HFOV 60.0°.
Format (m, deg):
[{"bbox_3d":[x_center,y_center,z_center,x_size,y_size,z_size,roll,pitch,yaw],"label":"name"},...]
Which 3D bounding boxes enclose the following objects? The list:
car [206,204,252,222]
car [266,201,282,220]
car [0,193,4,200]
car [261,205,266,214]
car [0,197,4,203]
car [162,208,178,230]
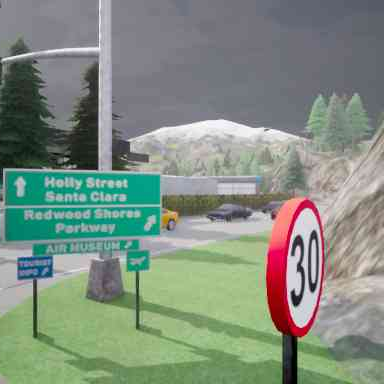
[{"bbox_3d":[3.385,1.739,29.078,2.033,1.411,5.357,0,0,36],"label":"car"},{"bbox_3d":[8.769,1.755,30.194,1.994,1.385,4.181,0,0,36],"label":"car"},{"bbox_3d":[-38.544,1.490,69.976,4.514,1.523,2.007,0,0,35],"label":"car"},{"bbox_3d":[9.672,1.739,37.694,2.033,1.411,5.357,0,0,36],"label":"car"},{"bbox_3d":[-12.342,1.505,26.034,1.905,1.878,3.866,0,0,35],"label":"car"},{"bbox_3d":[-2.885,1.669,20.459,1.882,1.535,5.008,0,0,36],"label":"car"}]
